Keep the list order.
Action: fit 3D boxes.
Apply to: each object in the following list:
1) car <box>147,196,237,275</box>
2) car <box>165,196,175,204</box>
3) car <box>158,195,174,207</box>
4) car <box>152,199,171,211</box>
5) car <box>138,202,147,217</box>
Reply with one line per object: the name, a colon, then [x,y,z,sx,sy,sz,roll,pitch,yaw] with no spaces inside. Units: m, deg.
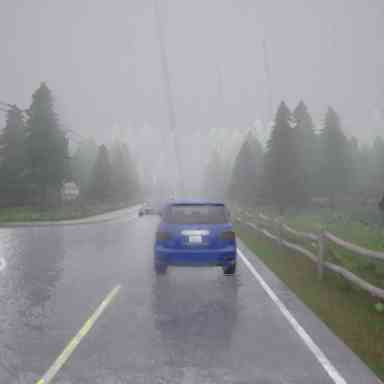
car: [0.090,1.215,10.553,2.150,2.045,5.566,0,0,0]
car: [-4.266,1.495,66.088,1.812,1.442,4.674,0,0,-2]
car: [-3.914,1.329,50.813,2.097,1.767,4.553,0,0,-2]
car: [-3.675,1.538,40.505,1.994,1.385,4.181,0,0,-1]
car: [-3.601,1.544,30.548,1.994,1.385,4.181,0,0,2]
